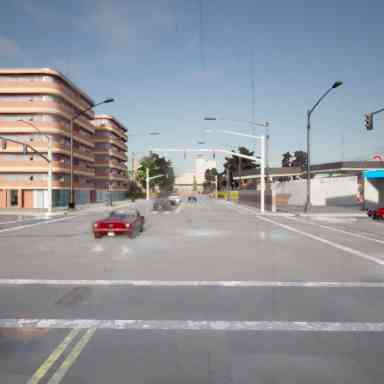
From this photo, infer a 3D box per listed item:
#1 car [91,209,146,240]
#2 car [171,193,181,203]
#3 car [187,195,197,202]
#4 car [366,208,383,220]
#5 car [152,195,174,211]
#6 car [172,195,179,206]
[{"bbox_3d":[-3.591,1.566,16.980,1.895,1.301,4.718,0,0,0],"label":"car"},{"bbox_3d":[-3.478,1.225,69.417,2.150,2.045,5.566,0,0,0],"label":"car"},{"bbox_3d":[0.022,1.339,70.785,1.812,1.442,4.674,0,0,0],"label":"car"},{"bbox_3d":[16.543,1.601,26.403,4.718,1.301,1.895,0,0,1],"label":"car"},{"bbox_3d":[-3.588,1.505,39.933,1.837,1.490,4.892,0,0,0],"label":"car"},{"bbox_3d":[-3.576,1.600,53.914,1.895,1.301,4.718,0,0,0],"label":"car"}]
